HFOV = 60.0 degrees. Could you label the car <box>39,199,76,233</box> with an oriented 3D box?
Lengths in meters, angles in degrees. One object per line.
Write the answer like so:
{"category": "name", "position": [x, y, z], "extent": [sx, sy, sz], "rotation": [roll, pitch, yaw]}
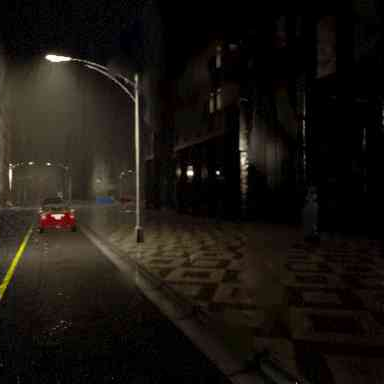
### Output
{"category": "car", "position": [-8.898, 1.578, 21.937], "extent": [2.097, 1.767, 4.553], "rotation": [-1, 0, -23]}

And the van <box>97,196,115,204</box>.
{"category": "van", "position": [-19.818, 1.920, 76.241], "extent": [3.998, 1.788, 1.690], "rotation": [-1, 0, -24]}

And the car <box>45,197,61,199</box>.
{"category": "car", "position": [-15.496, 1.597, 37.098], "extent": [2.150, 2.045, 5.566], "rotation": [-1, -1, -22]}

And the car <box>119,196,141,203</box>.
{"category": "car", "position": [-14.680, 1.847, 78.570], "extent": [5.009, 1.841, 2.192], "rotation": [-1, 0, -24]}
